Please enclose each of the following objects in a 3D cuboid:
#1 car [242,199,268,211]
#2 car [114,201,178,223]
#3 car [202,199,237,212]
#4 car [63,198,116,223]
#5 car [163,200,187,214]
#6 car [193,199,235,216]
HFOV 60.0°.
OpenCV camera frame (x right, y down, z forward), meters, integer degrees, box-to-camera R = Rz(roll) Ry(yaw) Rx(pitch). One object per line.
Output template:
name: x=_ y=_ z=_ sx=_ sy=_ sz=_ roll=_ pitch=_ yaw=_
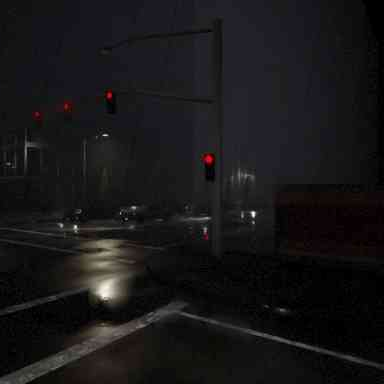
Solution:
car: x=8.015 y=1.581 z=42.007 sx=1.812 sy=1.442 sz=4.674 roll=0 pitch=0 yaw=36
car: x=-3.483 y=1.656 z=25.994 sx=1.895 sy=1.301 sz=4.718 roll=0 pitch=0 yaw=36
car: x=3.537 y=1.603 z=41.789 sx=2.033 sy=1.411 sz=5.357 roll=0 pitch=0 yaw=35
car: x=-7.748 y=1.407 z=26.047 sx=2.097 sy=1.767 sz=4.553 roll=0 pitch=0 yaw=36
car: x=-2.425 y=1.560 z=33.475 sx=1.837 sy=1.490 sz=4.892 roll=0 pitch=0 yaw=36
car: x=2.039 y=1.533 z=33.693 sx=1.882 sy=1.535 sz=5.008 roll=0 pitch=0 yaw=35
